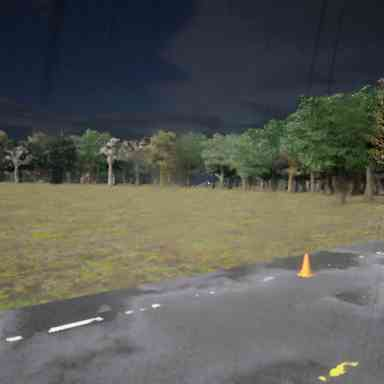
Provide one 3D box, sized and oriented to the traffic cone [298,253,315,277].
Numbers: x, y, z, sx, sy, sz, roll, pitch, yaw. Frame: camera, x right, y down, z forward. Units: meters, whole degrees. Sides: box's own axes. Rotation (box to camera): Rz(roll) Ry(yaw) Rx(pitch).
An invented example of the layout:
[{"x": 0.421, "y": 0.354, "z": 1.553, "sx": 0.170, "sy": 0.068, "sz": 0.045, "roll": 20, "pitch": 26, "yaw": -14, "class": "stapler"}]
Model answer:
[{"x": 3.115, "y": 1.968, "z": 9.047, "sx": 0.340, "sy": 0.580, "sz": 0.340, "roll": 0, "pitch": 0, "yaw": -37, "class": "traffic cone"}]
